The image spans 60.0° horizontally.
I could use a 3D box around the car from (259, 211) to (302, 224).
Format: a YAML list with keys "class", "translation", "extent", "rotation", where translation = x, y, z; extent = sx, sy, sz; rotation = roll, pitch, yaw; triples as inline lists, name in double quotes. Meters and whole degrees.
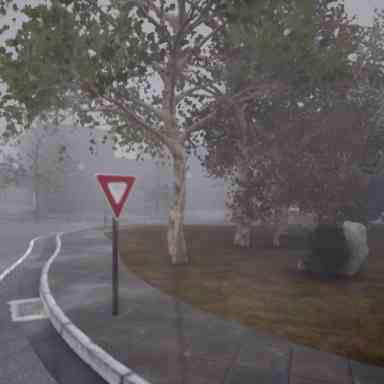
- class: "car"
  translation: [10.676, 3.118, 39.967]
  extent: [5.008, 1.535, 1.882]
  rotation: [5, -3, -41]

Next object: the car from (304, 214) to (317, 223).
- class: "car"
  translation: [18.194, 3.767, 46.594]
  extent: [4.892, 1.490, 1.837]
  rotation: [4, -2, -41]

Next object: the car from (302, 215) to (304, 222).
- class: "car"
  translation: [14.930, 3.531, 47.940]
  extent: [4.553, 1.767, 2.097]
  rotation: [4, -3, -40]

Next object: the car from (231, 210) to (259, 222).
- class: "car"
  translation: [7.262, 2.740, 41.187]
  extent: [5.566, 2.045, 2.150]
  rotation: [5, -3, -40]
